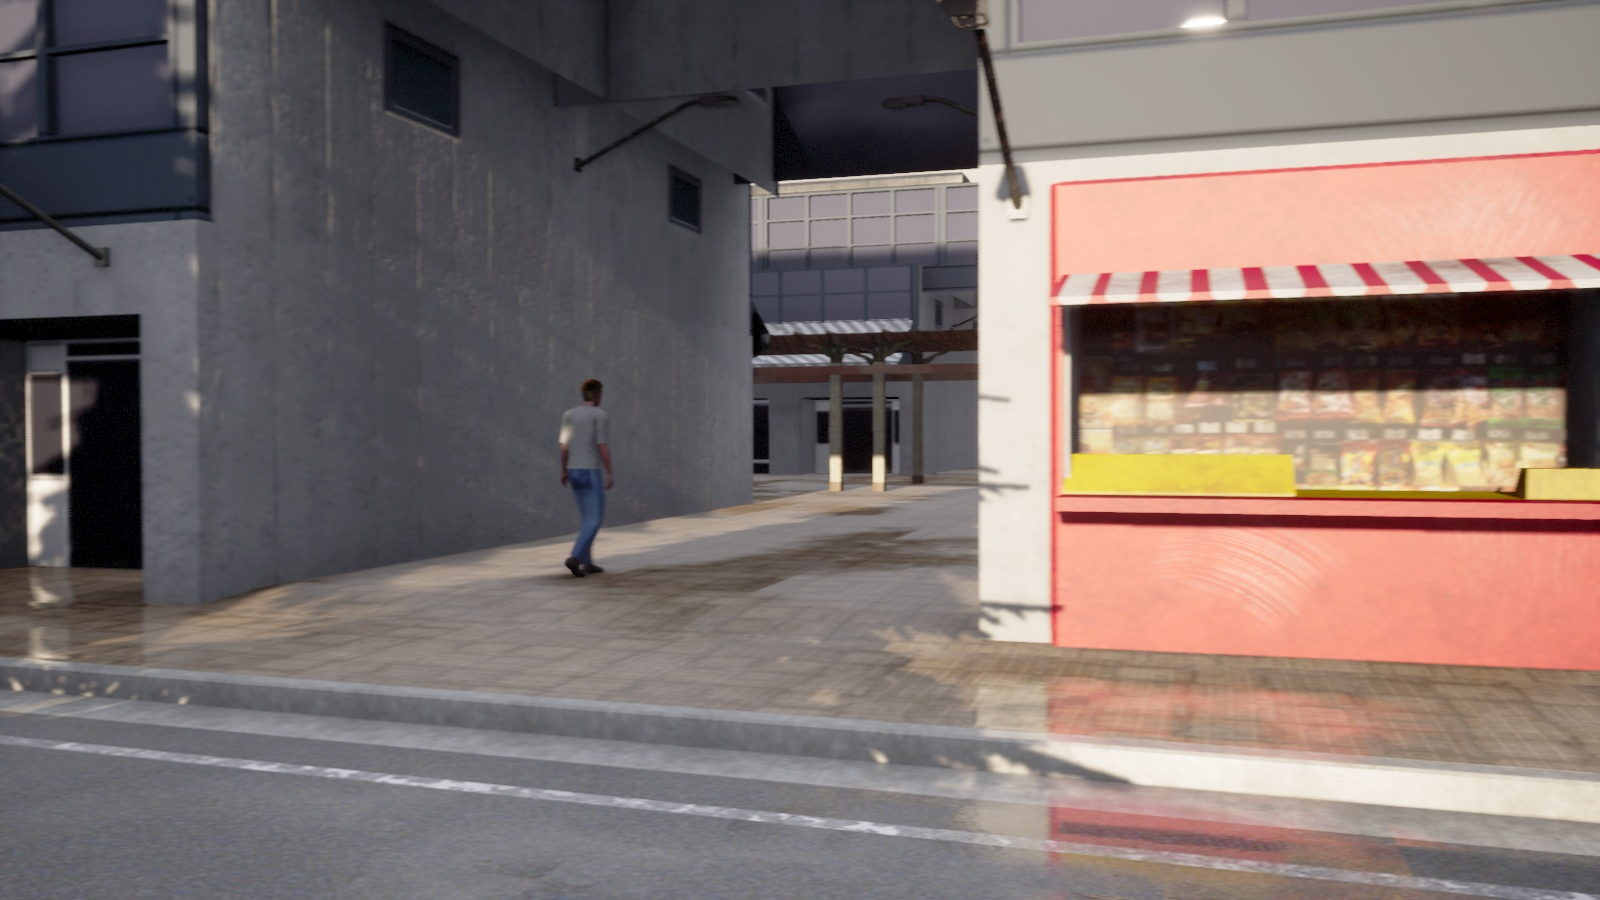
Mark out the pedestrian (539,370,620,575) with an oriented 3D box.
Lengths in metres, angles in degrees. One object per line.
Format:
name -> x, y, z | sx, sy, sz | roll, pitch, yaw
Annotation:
pedestrian -> -2.038, 0.194, 11.641 | 0.354, 1.836, 0.706 | 1, 1, 34
